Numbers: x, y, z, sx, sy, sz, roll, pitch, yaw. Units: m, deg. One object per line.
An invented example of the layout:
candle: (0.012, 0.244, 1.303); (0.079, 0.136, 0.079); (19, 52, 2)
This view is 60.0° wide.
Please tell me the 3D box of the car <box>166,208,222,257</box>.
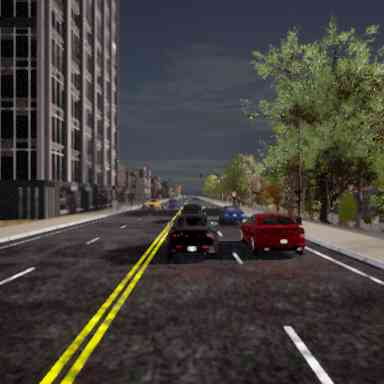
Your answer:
car: (0.020, 1.638, 13.495); (1.837, 1.490, 4.892); (0, 0, 0)

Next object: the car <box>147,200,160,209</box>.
car: (-6.539, 2.024, 56.795); (1.882, 1.535, 5.008); (0, -1, 1)

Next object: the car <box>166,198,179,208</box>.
car: (-3.282, 1.906, 57.599); (2.097, 1.767, 4.553); (0, 0, 1)

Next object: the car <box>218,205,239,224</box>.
car: (3.256, 1.813, 27.531); (2.033, 1.411, 5.357); (0, -1, 1)

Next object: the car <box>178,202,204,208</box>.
car: (0.025, 1.759, 29.254); (1.882, 1.535, 5.008); (0, 0, 0)

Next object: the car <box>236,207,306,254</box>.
car: (3.276, 1.615, 14.238); (1.882, 1.535, 5.008); (0, 0, 0)
